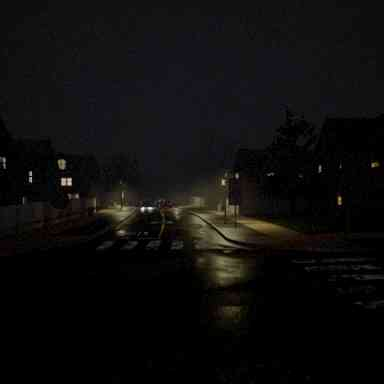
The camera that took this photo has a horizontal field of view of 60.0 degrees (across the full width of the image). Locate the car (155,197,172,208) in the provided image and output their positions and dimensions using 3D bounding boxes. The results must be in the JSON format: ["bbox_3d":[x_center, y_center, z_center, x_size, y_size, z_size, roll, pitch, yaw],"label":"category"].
[{"bbox_3d":[-4.281,1.880,52.438,1.895,1.301,4.718,0,-1,-11],"label":"car"}]

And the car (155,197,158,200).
[{"bbox_3d":[-6.298,1.748,62.268,2.097,1.767,4.553,0,-1,-13],"label":"car"}]

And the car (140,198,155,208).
[{"bbox_3d":[-7.772,1.884,56.024,1.994,1.385,4.181,0,-1,-11],"label":"car"}]
